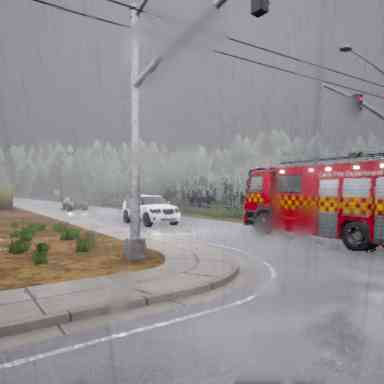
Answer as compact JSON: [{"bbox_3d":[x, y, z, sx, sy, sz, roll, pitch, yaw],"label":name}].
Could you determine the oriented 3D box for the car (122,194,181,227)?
[{"bbox_3d":[-2.938,1.185,22.739,2.150,2.045,5.566,0,0,-34],"label":"car"}]

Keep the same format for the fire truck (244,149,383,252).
[{"bbox_3d":[6.080,0.335,15.177,2.891,3.827,8.468,1,0,-30],"label":"fire truck"}]

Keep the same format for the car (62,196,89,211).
[{"bbox_3d":[-13.600,1.317,38.614,2.097,1.767,4.553,0,0,-34],"label":"car"}]
